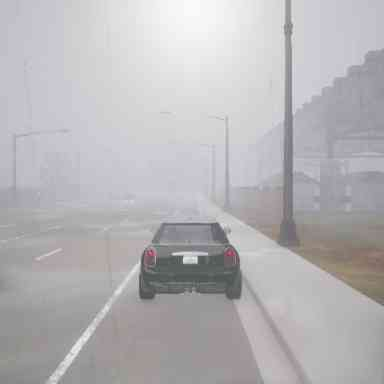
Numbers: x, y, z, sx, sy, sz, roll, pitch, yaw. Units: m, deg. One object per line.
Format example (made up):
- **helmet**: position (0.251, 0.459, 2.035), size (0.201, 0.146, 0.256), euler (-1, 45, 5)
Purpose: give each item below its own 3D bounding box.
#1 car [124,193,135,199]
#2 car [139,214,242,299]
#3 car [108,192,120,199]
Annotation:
- **car**: position (-13.895, 0.936, 73.958), size (1.895, 1.301, 4.718), euler (0, 1, 0)
- **car**: position (-0.033, 1.352, 8.620), size (2.097, 1.767, 4.553), euler (0, 0, 0)
- **car**: position (-17.395, 0.840, 73.986), size (1.837, 1.490, 4.892), euler (0, 1, 0)
